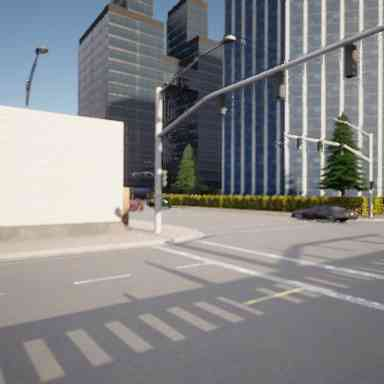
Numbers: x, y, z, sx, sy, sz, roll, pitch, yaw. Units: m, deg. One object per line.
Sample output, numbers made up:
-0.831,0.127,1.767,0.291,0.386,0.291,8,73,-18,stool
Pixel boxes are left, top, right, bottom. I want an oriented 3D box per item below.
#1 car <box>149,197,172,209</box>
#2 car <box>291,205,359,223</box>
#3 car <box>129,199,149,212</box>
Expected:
-4.981,1.538,50.000,2.097,1.767,4.553,0,0,-36,car
10.922,1.764,27.746,2.033,1.411,5.357,0,-1,-36,car
-7.741,1.652,41.694,1.882,1.535,5.008,0,0,-35,car
